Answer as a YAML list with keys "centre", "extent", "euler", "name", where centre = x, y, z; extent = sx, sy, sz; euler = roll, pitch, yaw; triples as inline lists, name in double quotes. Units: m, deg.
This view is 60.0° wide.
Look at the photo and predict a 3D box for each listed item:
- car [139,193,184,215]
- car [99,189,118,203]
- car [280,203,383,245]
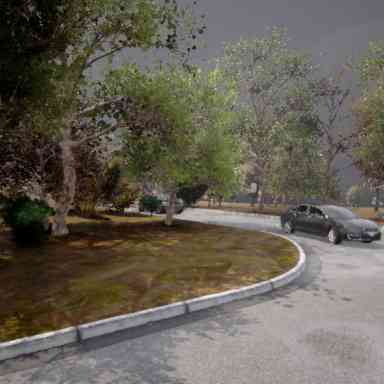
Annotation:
- centre: [-2.602, 0.878, 27.741]
  extent: [2.097, 1.767, 4.553]
  euler: [1, 0, -37]
  name: "car"
- centre: [-9.495, 0.607, 37.603]
  extent: [5.566, 2.045, 2.150]
  euler: [1, -1, 23]
  name: "car"
- centre: [5.731, 1.267, 14.311]
  extent: [1.837, 1.490, 4.892]
  euler: [2, 0, -19]
  name: "car"
